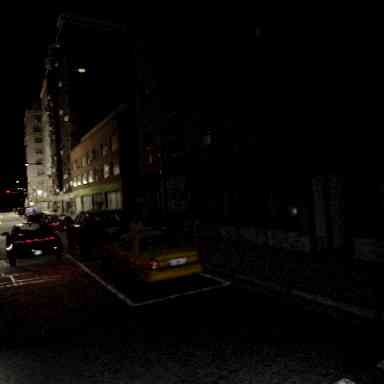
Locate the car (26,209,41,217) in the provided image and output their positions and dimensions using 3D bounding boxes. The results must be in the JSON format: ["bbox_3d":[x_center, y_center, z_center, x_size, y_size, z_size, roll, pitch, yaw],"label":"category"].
[{"bbox_3d":[-18.113,3.001,39.412,1.887,1.381,4.507,-3,-1,-30],"label":"car"}]

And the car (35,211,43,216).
[{"bbox_3d":[-12.530,2.611,29.528,1.802,1.307,4.206,-3,-1,-30],"label":"car"}]

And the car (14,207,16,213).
[{"bbox_3d":[-37.657,4.259,74.005,2.192,1.841,5.009,-3,-1,-30],"label":"car"}]

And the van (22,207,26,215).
[{"bbox_3d":[-23.705,3.224,49.297,1.690,1.788,3.998,-3,-1,-30],"label":"van"}]

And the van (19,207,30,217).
[{"bbox_3d":[-34.866,4.073,69.063,1.690,1.788,3.998,-3,-1,-30],"label":"van"}]

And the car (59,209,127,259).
[{"bbox_3d":[-4.176,1.703,14.705,2.192,1.841,5.009,-3,-1,-30],"label":"car"}]

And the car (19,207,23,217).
[{"bbox_3d":[-26.483,3.646,54.237,2.008,1.369,4.403,-3,-1,-30],"label":"car"}]

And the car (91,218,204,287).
[{"bbox_3d":[-1.457,1.705,9.909,1.752,1.417,4.829,-3,-1,-30],"label":"car"}]

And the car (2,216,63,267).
[{"bbox_3d":[-6.722,2.030,13.979,2.128,1.511,4.902,-3,0,-30],"label":"car"}]

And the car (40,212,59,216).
[{"bbox_3d":[-9.743,2.360,24.586,1.887,1.381,4.507,-3,-1,-30],"label":"car"}]

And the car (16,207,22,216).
[{"bbox_3d":[-32.077,3.835,64.122,2.192,1.841,5.009,-3,-1,-30],"label":"car"}]

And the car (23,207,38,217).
[{"bbox_3d":[-20.909,3.109,44.354,1.967,1.590,4.097,-3,-1,-30],"label":"car"}]
